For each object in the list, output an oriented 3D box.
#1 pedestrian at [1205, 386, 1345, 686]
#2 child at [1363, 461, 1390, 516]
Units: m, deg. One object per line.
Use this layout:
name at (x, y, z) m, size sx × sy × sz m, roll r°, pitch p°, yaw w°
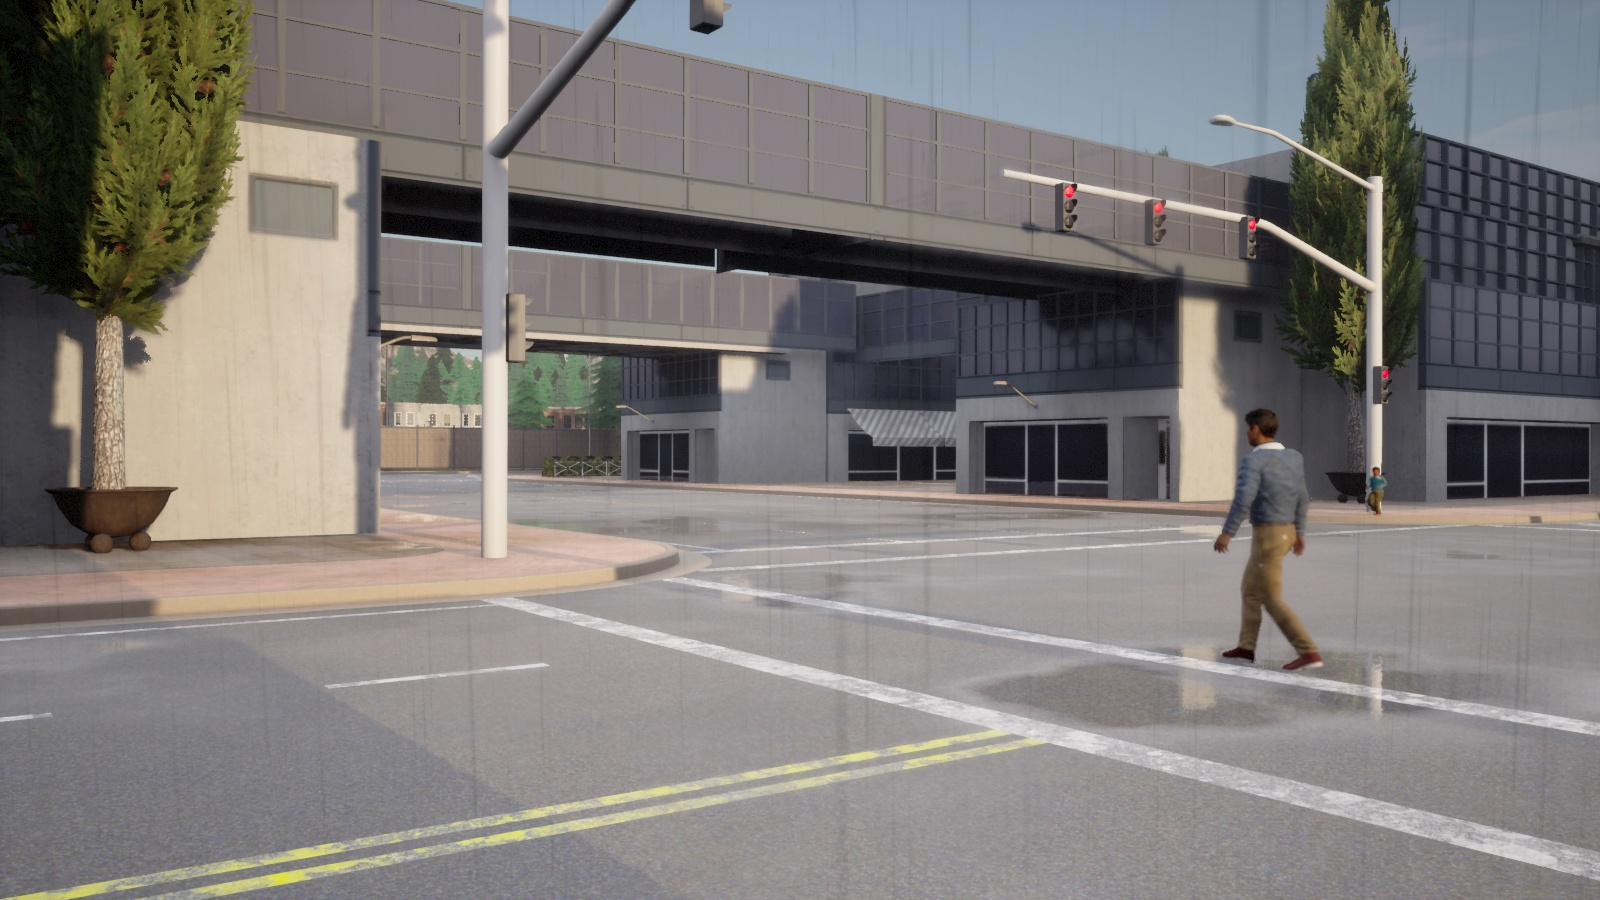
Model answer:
pedestrian at (3.235, 0.560, 8.588) m, size 0.423 × 1.949 × 0.788 m, roll 0°, pitch 0°, yaw -34°
child at (12.536, 0.831, 27.298) m, size 0.448 × 1.192 × 0.343 m, roll 0°, pitch 0°, yaw -36°
